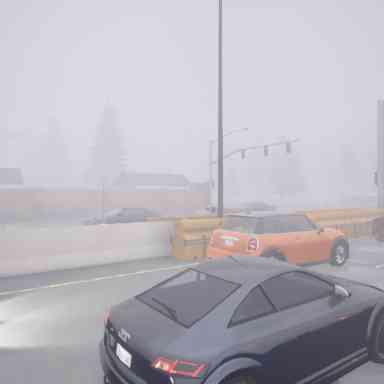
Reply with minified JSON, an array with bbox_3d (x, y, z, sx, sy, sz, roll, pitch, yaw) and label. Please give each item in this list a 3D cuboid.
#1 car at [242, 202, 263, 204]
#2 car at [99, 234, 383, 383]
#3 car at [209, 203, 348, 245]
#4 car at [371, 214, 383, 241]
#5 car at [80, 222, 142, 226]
[{"bbox_3d":[5.223,1.547,29.056,5.357,1.411,2.033,0,0,-38],"label":"car"},{"bbox_3d":[0.963,1.564,4.424,4.181,1.385,1.994,0,0,-35],"label":"car"},{"bbox_3d":[2.704,1.352,9.956,4.553,1.767,2.097,0,0,-35],"label":"car"},{"bbox_3d":[10.247,1.478,15.360,5.008,1.535,1.882,0,0,-36],"label":"car"},{"bbox_3d":[-3.764,1.526,18.468,4.674,1.442,1.812,0,0,-36],"label":"car"}]
